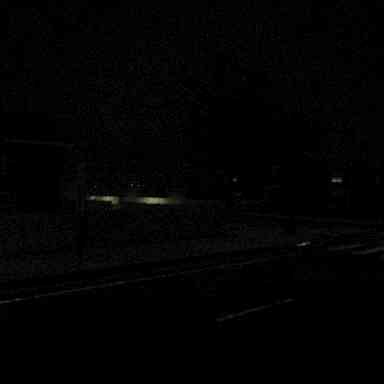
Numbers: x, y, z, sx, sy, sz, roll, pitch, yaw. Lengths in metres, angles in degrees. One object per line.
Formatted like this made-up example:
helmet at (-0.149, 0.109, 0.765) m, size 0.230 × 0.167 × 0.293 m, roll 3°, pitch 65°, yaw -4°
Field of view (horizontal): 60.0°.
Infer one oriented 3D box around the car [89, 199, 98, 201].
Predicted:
car at (-16.283, 1.754, 54.058) m, size 1.994 × 1.385 × 4.181 m, roll 0°, pitch 0°, yaw -35°
